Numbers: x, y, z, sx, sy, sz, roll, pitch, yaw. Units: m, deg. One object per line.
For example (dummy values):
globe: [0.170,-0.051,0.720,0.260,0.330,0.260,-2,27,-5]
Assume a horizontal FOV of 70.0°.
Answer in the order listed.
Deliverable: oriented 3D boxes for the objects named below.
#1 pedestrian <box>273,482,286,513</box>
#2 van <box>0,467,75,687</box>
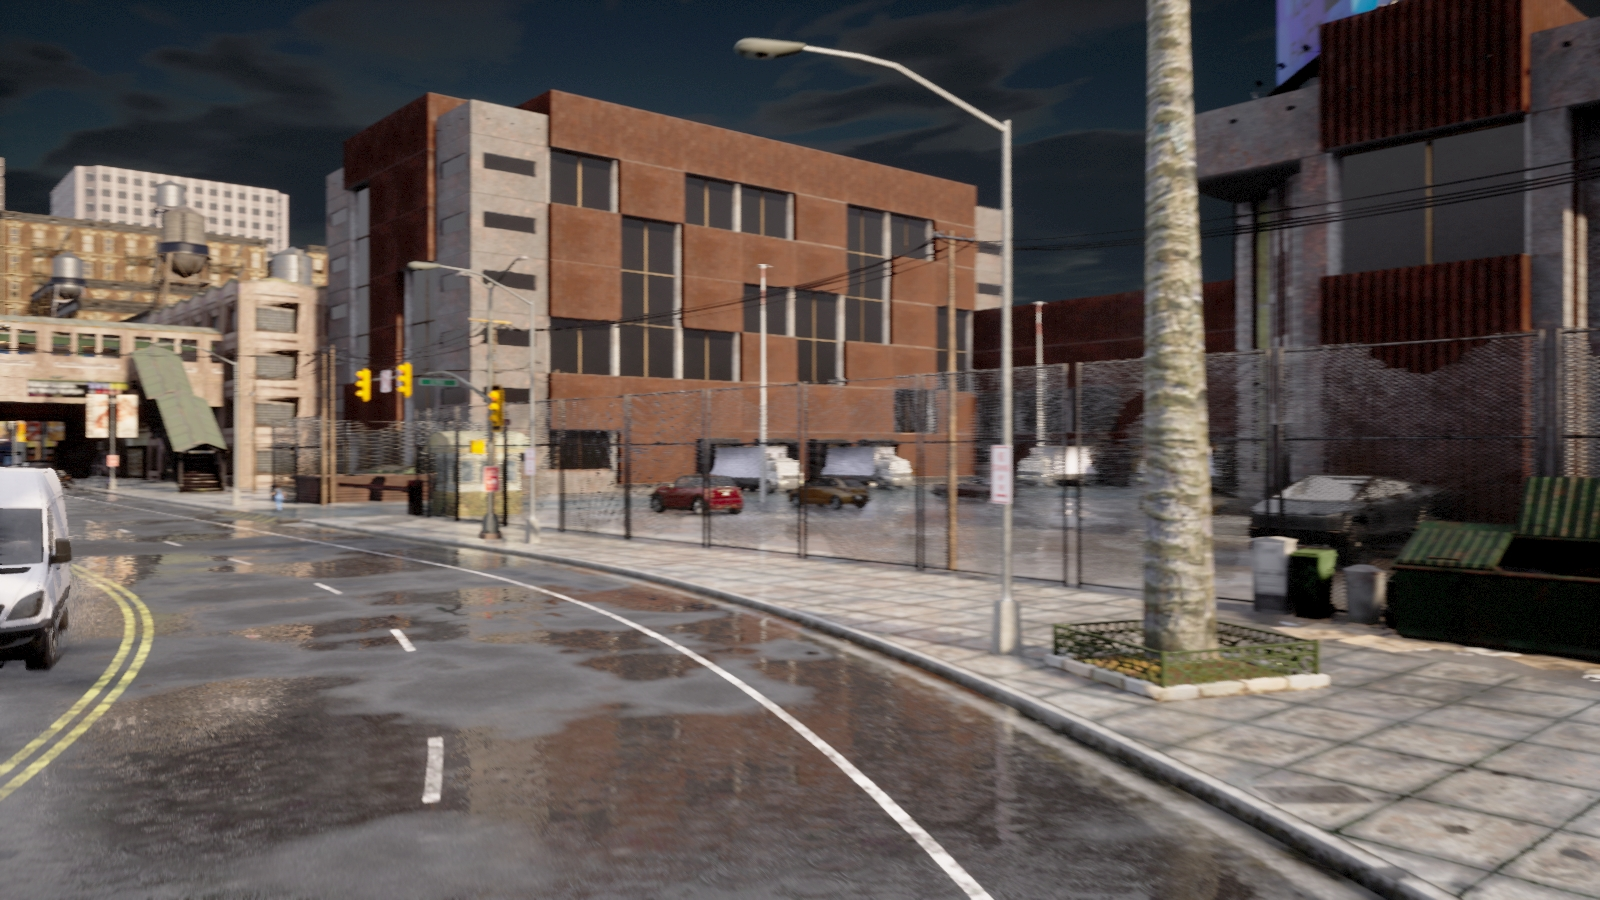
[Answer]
pedestrian: [-22.188,2.004,48.715,0.375,1.300,0.375,0,0,-44]
van: [-11.448,1.549,15.930,1.988,2.561,5.915,0,0,-30]
